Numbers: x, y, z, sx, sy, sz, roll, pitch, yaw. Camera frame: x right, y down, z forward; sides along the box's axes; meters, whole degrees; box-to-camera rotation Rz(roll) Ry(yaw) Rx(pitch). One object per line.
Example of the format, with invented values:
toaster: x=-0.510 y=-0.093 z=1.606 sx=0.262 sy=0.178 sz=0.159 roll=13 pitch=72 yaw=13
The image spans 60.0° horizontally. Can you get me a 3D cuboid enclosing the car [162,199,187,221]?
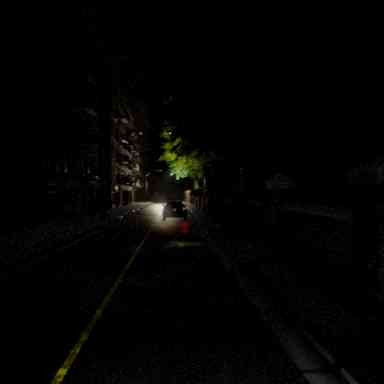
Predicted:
car: x=-1.528 y=1.511 z=29.262 sx=2.097 sy=1.767 sz=4.553 roll=-1 pitch=0 yaw=-3

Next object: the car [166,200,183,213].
car: x=-2.246 y=1.792 z=41.534 sx=1.994 sy=1.385 sz=4.181 roll=-1 pitch=0 yaw=-3
